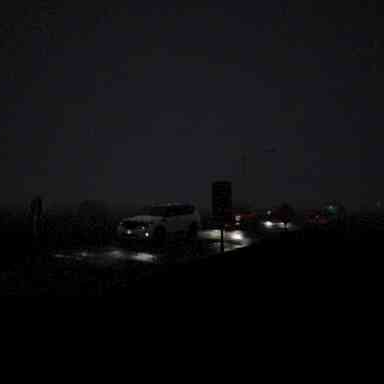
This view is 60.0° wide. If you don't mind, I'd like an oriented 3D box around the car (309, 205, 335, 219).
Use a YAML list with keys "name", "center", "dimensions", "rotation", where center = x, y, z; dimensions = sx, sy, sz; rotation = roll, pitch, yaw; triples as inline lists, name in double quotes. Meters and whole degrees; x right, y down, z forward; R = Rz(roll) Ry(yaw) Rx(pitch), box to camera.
- name: "car"
  center: [15.977, 2.605, 41.156]
  dimensions: [1.895, 1.301, 4.718]
  rotation: [-1, -2, 32]

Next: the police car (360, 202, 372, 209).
- name: "police car"
  center: [43.831, 3.426, 84.546]
  dimensions: [1.930, 1.638, 5.238]
  rotation: [-1, -1, 32]

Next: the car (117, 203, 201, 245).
- name: "car"
  center: [-1.584, 1.640, 18.375]
  dimensions: [2.150, 2.045, 5.566]
  rotation: [-1, -2, 32]

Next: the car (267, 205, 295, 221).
- name: "car"
  center: [9.901, 2.244, 36.840]
  dimensions: [2.097, 1.767, 4.553]
  rotation: [-1, -2, 32]

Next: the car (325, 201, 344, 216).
- name: "car"
  center: [21.328, 2.436, 49.872]
  dimensions: [2.150, 2.045, 5.566]
  rotation: [-1, -2, 32]

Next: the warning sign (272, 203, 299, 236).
- name: "warning sign"
  center: [5.602, 1.587, 19.891]
  dimensions: [1.300, 1.860, 1.060]
  rotation: [0, -1, 32]

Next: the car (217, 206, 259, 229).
- name: "car"
  center: [3.804, 1.996, 27.048]
  dimensions: [2.097, 1.767, 4.553]
  rotation: [-1, -2, 32]
